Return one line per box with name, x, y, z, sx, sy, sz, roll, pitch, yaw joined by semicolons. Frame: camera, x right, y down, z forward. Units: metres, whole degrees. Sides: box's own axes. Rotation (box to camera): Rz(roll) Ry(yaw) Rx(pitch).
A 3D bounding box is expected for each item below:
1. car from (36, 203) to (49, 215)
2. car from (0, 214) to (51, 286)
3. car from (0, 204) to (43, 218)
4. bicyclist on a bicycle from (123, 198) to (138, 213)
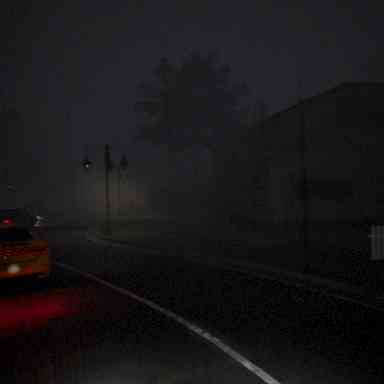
car;-17.402;1.965;36.784;1.994;1.385;4.181;-1;0;-7
car;-5.502;1.600;9.278;1.882;1.535;5.008;-1;0;-39
car;-11.797;1.814;21.799;2.033;1.411;5.357;-1;0;-10
bicyclist on a bicycle;-6.879;1.502;36.985;1.656;1.620;0.582;-1;0;-7
